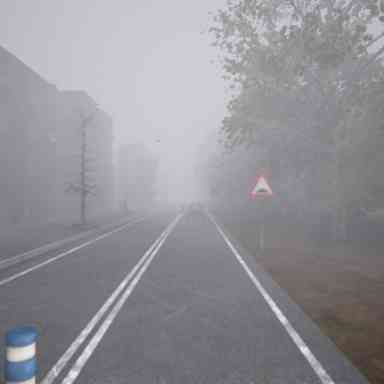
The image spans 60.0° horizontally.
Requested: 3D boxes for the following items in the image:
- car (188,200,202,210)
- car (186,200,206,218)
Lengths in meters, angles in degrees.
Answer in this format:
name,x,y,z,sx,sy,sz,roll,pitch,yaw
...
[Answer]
name,x,y,z,sx,sy,sz,roll,pitch,yaw
car,0.516,1.890,49.782,1.994,1.385,4.181,0,0,1
car,0.366,1.784,32.662,2.033,1.411,5.357,0,0,1
